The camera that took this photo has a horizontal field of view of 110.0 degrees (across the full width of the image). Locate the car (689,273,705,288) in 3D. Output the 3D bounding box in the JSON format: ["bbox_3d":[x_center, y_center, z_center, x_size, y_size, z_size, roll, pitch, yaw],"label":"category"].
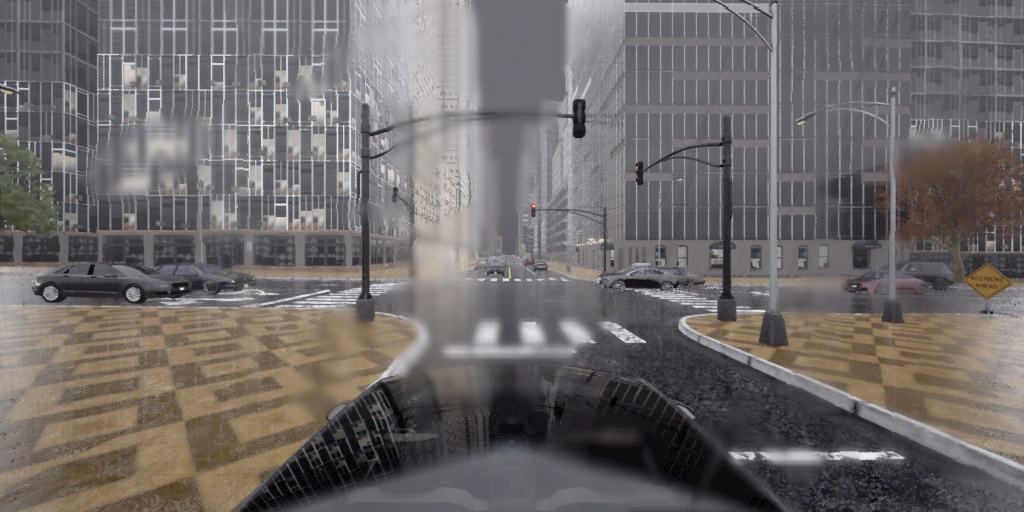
[{"bbox_3d":[10.733,1.517,25.565,5.357,1.411,2.033,1,0,1],"label":"car"}]

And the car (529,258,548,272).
[{"bbox_3d":[3.663,1.329,46.708,1.948,1.339,4.313,0,0,-1],"label":"car"}]

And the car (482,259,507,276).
[{"bbox_3d":[-1.715,1.314,38.497,2.033,1.411,5.357,0,0,-1],"label":"car"}]

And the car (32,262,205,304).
[{"bbox_3d":[-15.428,0.998,14.030,4.892,1.490,1.837,1,0,-3],"label":"car"}]

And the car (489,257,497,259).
[{"bbox_3d":[-1.818,1.267,48.900,1.837,1.490,4.892,0,0,-1],"label":"car"}]

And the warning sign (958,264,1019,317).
[{"bbox_3d":[17.212,1.204,12.986,1.060,1.860,1.300,0,0,-3],"label":"warning sign"}]

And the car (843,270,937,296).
[{"bbox_3d":[23.659,1.766,22.786,4.181,1.385,1.994,1,0,-3],"label":"car"}]

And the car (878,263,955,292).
[{"bbox_3d":[28.924,1.517,26.315,5.566,2.045,2.150,1,0,-3],"label":"car"}]

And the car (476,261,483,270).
[{"bbox_3d":[-4.322,1.342,52.153,1.802,1.307,4.207,0,0,-1],"label":"car"}]

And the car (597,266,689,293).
[{"bbox_3d":[7.706,1.389,21.935,4.902,1.511,2.128,2,1,-3],"label":"car"}]

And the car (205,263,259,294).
[{"bbox_3d":[-15.441,1.040,17.319,5.357,1.411,2.033,1,0,0],"label":"car"}]
